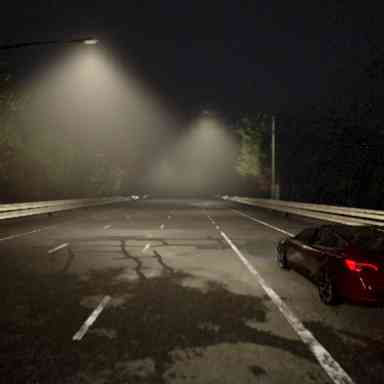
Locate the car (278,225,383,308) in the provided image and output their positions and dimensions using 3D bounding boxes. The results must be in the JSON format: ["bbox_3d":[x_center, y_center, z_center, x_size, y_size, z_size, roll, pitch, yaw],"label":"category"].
[{"bbox_3d":[3.544,1.491,7.966,2.163,1.488,4.792,0,0,-1],"label":"car"}]
